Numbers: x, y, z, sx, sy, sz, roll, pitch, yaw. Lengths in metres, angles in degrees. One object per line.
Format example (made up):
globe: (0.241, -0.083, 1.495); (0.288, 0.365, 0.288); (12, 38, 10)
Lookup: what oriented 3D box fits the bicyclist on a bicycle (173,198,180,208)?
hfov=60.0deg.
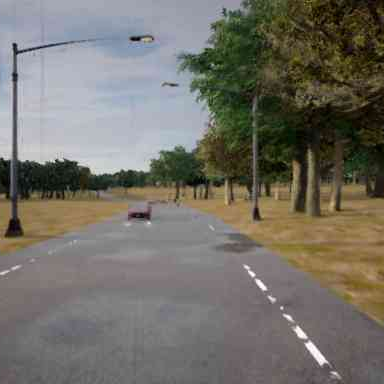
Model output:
bicyclist on a bicycle: (-2.373, 1.928, 57.440); (0.866, 1.612, 1.509); (0, -1, -6)

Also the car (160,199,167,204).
car: (-7.778, 2.526, 87.698); (1.895, 1.301, 4.718); (0, -1, -10)

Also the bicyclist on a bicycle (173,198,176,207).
bicyclist on a bicycle: (-3.487, 2.070, 66.402); (0.582, 1.620, 1.656); (0, -1, -8)

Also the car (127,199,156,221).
car: (-4.486, 1.650, 29.178); (1.882, 1.535, 5.008); (0, -1, -3)

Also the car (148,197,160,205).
car: (-8.434, 1.896, 69.566); (2.097, 1.767, 4.553); (0, -1, -8)
